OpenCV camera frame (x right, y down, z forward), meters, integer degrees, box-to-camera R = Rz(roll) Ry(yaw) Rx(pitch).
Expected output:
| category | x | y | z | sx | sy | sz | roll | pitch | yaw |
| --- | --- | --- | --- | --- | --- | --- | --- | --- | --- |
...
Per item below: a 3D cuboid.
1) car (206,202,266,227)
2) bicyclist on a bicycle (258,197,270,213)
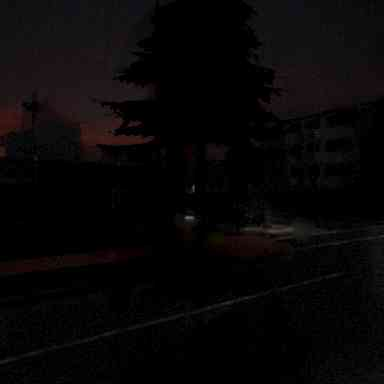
| category | x | y | z | sx | sy | sz | roll | pitch | yaw |
| --- | --- | --- | --- | --- | --- | --- | --- | --- | --- |
| car | 3.000 | 1.501 | 23.695 | 1.882 | 1.535 | 5.008 | 0 | 0 | -35 |
| bicyclist on a bicycle | 7.219 | 1.325 | 33.295 | 1.656 | 1.620 | 0.582 | 0 | 0 | -35 |
